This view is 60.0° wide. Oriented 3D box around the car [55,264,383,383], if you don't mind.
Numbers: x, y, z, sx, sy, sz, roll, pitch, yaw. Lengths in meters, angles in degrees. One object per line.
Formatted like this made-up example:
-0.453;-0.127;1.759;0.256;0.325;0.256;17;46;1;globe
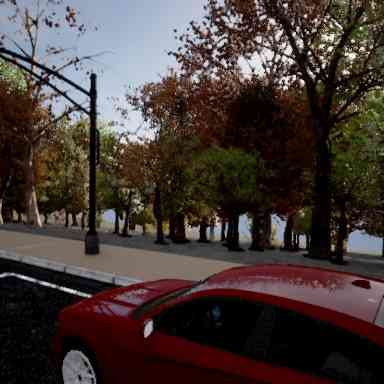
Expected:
0.702;1.475;3.182;5.008;1.535;1.882;0;0;35;car
